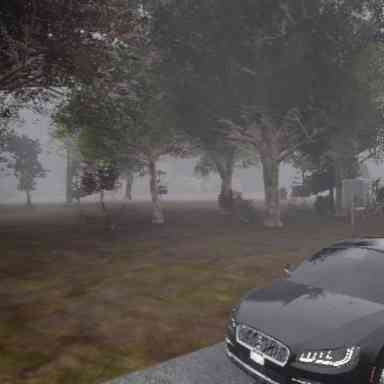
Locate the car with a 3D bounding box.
[{"bbox_3d":[2.695,1.499,4.864,4.892,1.490,1.837,0,0,-34],"label":"car"}]
